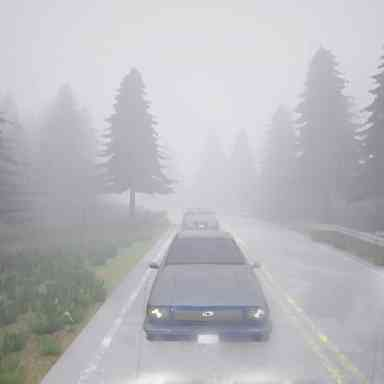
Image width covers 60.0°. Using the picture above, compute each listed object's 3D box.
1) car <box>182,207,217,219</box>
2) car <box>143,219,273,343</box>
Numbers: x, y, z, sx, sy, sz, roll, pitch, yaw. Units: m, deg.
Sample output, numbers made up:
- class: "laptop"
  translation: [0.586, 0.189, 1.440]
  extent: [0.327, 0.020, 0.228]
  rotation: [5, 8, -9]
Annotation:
- class: "car"
  translation: [0.408, 1.584, 19.144]
  extent: [1.994, 1.385, 4.181]
  rotation: [0, 0, -2]
- class: "car"
  translation: [0.254, 1.557, 7.059]
  extent: [2.033, 1.411, 5.357]
  rotation: [0, 0, 1]
